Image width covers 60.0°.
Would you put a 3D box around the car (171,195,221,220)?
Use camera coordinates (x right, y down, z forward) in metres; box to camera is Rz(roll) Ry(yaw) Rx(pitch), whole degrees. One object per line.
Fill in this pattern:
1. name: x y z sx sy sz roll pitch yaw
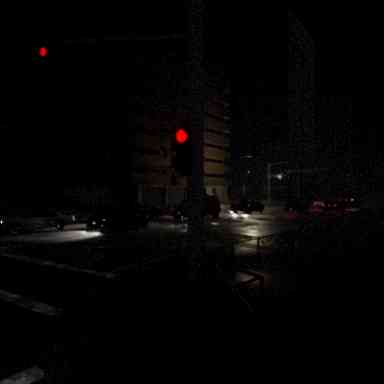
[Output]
1. car: 0.495 1.337 29.116 2.150 2.045 5.566 -1 0 35

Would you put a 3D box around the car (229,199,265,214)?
1. car: 6.471 1.661 37.638 2.033 1.411 5.357 -1 0 35

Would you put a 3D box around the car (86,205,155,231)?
1. car: -4.755 1.680 21.614 1.994 1.385 4.181 -1 0 35

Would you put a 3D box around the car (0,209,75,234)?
1. car: -9.799 1.743 20.507 1.895 1.301 4.718 -1 0 35

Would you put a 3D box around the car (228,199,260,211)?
1. car: 6.979 1.686 44.415 2.033 1.411 5.357 -1 0 36

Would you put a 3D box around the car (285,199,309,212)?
1. car: 12.658 1.590 40.054 1.837 1.490 4.892 -1 -1 35

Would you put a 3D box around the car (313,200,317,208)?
1. car: 19.900 1.685 50.403 1.895 1.301 4.718 -1 0 35

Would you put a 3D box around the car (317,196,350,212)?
1. car: 17.309 1.607 40.595 2.033 1.411 5.357 -1 0 35

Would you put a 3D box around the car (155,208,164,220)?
1. car: -4.547 1.742 28.014 1.895 1.301 4.718 -1 0 35

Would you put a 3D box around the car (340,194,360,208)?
1. car: 23.119 1.280 48.909 2.150 2.045 5.566 -1 0 35
